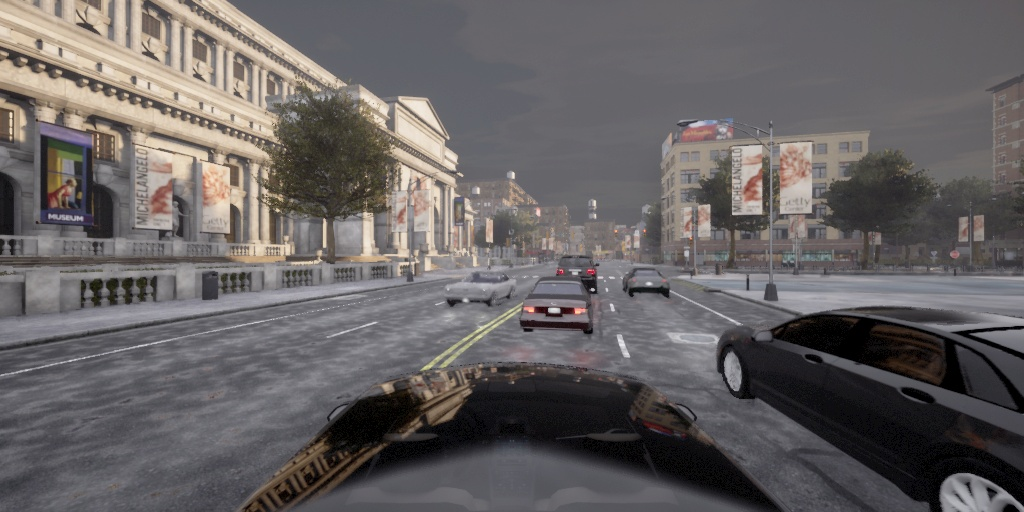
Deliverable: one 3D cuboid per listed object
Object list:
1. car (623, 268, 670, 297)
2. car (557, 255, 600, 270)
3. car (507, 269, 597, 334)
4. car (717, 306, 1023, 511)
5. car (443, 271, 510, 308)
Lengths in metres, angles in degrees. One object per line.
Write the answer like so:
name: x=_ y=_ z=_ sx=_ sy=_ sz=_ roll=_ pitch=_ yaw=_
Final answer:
car: x=7.056 y=1.313 z=19.153 sx=1.994 sy=1.385 sz=4.181 roll=0 pitch=0 yaw=13
car: x=3.801 y=0.971 z=20.677 sx=2.150 sy=2.045 sz=5.566 roll=0 pitch=0 yaw=13
car: x=1.463 y=1.297 z=10.700 sx=2.033 sy=1.411 sz=5.357 roll=0 pitch=0 yaw=11
car: x=3.918 y=1.256 z=3.521 sx=1.837 sy=1.490 sz=4.892 roll=0 pitch=0 yaw=4
car: x=-1.212 y=1.351 z=15.501 sx=1.895 sy=1.301 sz=4.718 roll=0 pitch=0 yaw=14
